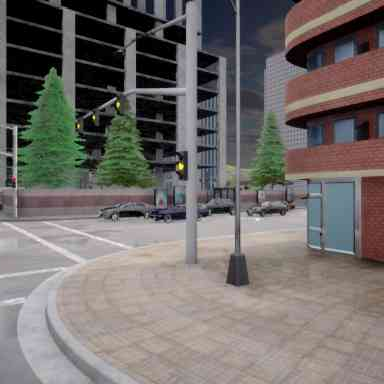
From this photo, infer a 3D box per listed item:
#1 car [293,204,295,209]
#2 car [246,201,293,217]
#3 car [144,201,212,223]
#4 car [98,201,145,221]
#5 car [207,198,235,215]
[{"bbox_3d":[9.582,1.656,38.117,4.718,1.301,1.895,0,0,-35],"label":"car"},{"bbox_3d":[7.345,1.581,32.236,4.674,1.442,1.812,0,0,-35],"label":"car"},{"bbox_3d":[-1.032,1.656,26.307,4.718,1.301,1.895,0,0,-35],"label":"car"},{"bbox_3d":[-5.295,1.547,27.576,4.902,1.511,2.128,0,0,-35],"label":"car"},{"bbox_3d":[2.187,1.407,32.876,4.553,1.767,2.097,0,0,-35],"label":"car"}]
